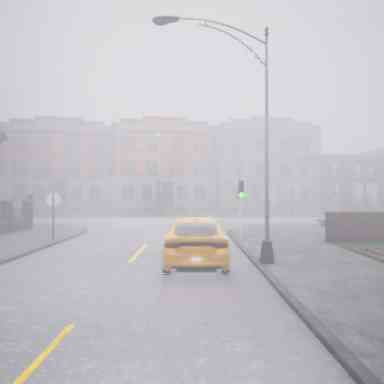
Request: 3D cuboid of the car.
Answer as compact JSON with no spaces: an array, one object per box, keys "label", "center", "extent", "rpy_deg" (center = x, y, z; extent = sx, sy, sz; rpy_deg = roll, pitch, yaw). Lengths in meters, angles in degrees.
[{"label":"car","center":[0.114,1.557,10.864],"extent":[1.882,1.535,5.008],"rpy_deg":[0,0,0]}]
